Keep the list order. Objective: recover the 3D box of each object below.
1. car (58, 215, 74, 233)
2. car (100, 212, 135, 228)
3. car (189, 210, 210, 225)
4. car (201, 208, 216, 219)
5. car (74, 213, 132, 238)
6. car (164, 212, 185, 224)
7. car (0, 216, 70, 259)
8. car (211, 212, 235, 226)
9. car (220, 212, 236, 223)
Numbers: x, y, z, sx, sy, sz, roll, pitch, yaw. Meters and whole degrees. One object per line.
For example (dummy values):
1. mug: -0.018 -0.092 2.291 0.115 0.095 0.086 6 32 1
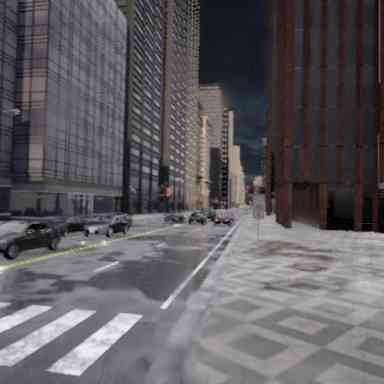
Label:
1. car: -9.254 2.400 24.473 2.033 1.411 5.357 1 -3 10
2. car: -7.546 2.838 34.043 1.812 1.442 4.674 1 -3 10
3. car: 0.800 3.415 43.076 1.837 1.490 4.892 1 -3 11
4. car: 2.535 3.610 53.085 2.150 2.045 5.566 1 -3 10
5. car: -6.045 2.399 23.946 2.128 1.511 4.902 1 -3 10
6. car: -2.279 3.459 44.825 2.033 1.411 5.357 1 -3 11
7. car: -7.657 1.996 14.837 1.812 1.442 4.674 1 -3 10
8. car: 4.003 3.565 42.535 1.895 1.301 4.718 1 -3 11
9. car: 5.721 3.987 52.472 2.033 1.411 5.357 1 -3 10
